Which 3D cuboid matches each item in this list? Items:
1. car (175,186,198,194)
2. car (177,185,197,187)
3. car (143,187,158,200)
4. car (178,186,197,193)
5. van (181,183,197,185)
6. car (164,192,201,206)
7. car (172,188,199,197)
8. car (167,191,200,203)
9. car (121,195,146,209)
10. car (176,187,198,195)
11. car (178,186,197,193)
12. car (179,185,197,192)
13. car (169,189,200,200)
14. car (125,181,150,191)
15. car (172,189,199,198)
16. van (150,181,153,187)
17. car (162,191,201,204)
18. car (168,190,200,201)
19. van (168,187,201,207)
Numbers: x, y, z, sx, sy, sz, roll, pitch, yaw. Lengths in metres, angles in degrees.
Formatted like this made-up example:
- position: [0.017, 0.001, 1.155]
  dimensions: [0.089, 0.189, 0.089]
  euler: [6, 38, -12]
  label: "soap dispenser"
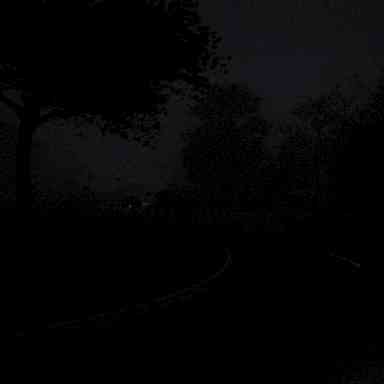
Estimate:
- position: [-1.318, -0.527, 80.176]
  dimensions: [5.366, 1.575, 1.946]
  euler: [2, 2, 0]
  label: "car"
- position: [-1.151, 0.207, 57.982]
  dimensions: [4.553, 1.767, 2.185]
  euler: [2, 2, 0]
  label: "car"
- position: [-6.216, 0.406, 52.715]
  dimensions: [1.837, 1.490, 4.892]
  euler: [2, 3, 0]
  label: "car"
- position: [-1.113, -0.728, 85.722]
  dimensions: [4.892, 1.521, 2.231]
  euler: [2, 2, 0]
  label: "car"
- position: [-1.036, -0.316, 69.073]
  dimensions: [4.442, 1.987, 1.878]
  euler: [2, 2, 0]
  label: "van"
- position: [-1.191, 0.900, 44.121]
  dimensions: [4.792, 1.488, 2.163]
  euler: [2, 2, 0]
  label: "car"
- position: [-1.178, 0.118, 63.533]
  dimensions: [5.008, 1.535, 2.097]
  euler: [2, 2, 0]
  label: "car"
- position: [-1.178, 0.684, 49.668]
  dimensions: [4.792, 1.488, 2.163]
  euler: [2, 2, 0]
  label: "car"
- position: [-6.526, 1.081, 36.647]
  dimensions: [1.895, 1.301, 4.718]
  euler: [2, 1, -4]
  label: "car"
- position: [-1.176, -0.277, 74.629]
  dimensions: [4.792, 1.488, 2.163]
  euler: [2, 2, 0]
  label: "car"
- position: [-1.098, -0.593, 82.950]
  dimensions: [4.792, 1.488, 2.163]
  euler: [2, 2, 0]
  label: "car"
- position: [-1.101, -0.941, 91.269]
  dimensions: [5.008, 1.535, 2.097]
  euler: [2, 2, 0]
  label: "car"
- position: [-1.187, 0.439, 55.213]
  dimensions: [5.008, 1.535, 2.097]
  euler: [2, 2, 0]
  label: "car"
- position: [-14.215, -1.356, 84.859]
  dimensions: [5.566, 2.045, 2.435]
  euler: [2, 2, 0]
  label: "car"
- position: [-1.183, 0.265, 60.761]
  dimensions: [4.674, 1.452, 2.002]
  euler: [2, 2, 0]
  label: "car"
- position: [-14.051, -1.646, 93.264]
  dimensions: [4.442, 1.987, 1.878]
  euler: [2, 2, 0]
  label: "van"
- position: [-1.399, 0.753, 46.895]
  dimensions: [5.366, 1.575, 1.946]
  euler: [2, 2, 0]
  label: "car"
- position: [-1.206, 0.547, 52.440]
  dimensions: [4.892, 1.521, 2.231]
  euler: [2, 2, 0]
  label: "car"
- position: [-1.337, 0.748, 41.340]
  dimensions: [4.442, 1.987, 1.878]
  euler: [2, 2, 0]
  label: "van"
